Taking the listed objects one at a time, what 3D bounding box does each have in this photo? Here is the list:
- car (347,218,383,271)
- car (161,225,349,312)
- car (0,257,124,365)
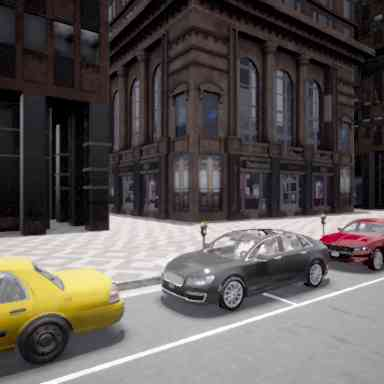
[{"bbox_3d":[5.954,1.546,10.895,4.507,1.381,1.887,0,0,-35],"label":"car"},{"bbox_3d":[1.385,1.551,7.636,4.403,1.369,2.008,0,0,-35],"label":"car"},{"bbox_3d":[-3.332,1.525,4.271,4.829,1.417,1.752,0,0,-35],"label":"car"}]
